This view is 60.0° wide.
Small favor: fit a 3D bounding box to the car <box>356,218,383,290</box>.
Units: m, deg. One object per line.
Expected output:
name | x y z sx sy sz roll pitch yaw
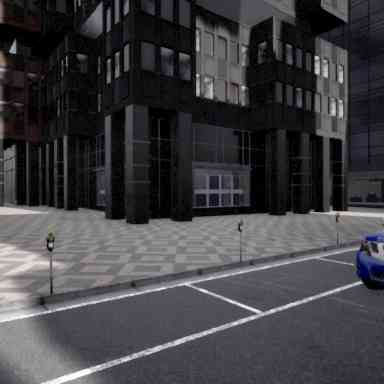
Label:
car | 6.225 1.223 8.026 5.566 2.045 2.150 1 0 -37
